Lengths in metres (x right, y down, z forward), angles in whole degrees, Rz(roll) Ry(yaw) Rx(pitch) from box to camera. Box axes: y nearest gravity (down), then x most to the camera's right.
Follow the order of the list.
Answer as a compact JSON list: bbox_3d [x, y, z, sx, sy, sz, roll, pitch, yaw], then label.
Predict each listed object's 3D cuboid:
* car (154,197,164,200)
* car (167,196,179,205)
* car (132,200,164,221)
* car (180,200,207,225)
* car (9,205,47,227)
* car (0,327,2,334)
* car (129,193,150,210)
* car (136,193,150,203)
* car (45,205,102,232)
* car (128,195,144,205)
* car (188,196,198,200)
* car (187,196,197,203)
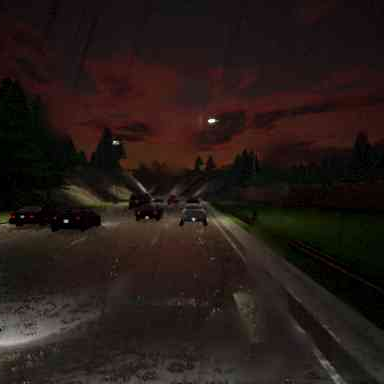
[{"bbox_3d":[-6.981,1.656,71.250,1.895,1.301,4.718,0,0,0],"label":"car"},{"bbox_3d":[-3.483,1.551,61.220,1.837,1.490,4.892,0,0,0],"label":"car"},{"bbox_3d":[-3.392,1.624,27.345,1.895,1.301,4.718,0,0,0],"label":"car"},{"bbox_3d":[0.105,1.546,23.940,1.812,1.442,4.674,0,0,0],"label":"car"},{"bbox_3d":[-10.394,1.567,22.884,2.033,1.411,5.357,0,0,0],"label":"car"},{"bbox_3d":[-3.400,1.549,1.855,2.033,1.411,5.357,0,0,0],"label":"car"},{"bbox_3d":[-6.888,1.258,43.903,2.150,2.045,5.566,0,0,0],"label":"car"},{"bbox_3d":[-10.480,1.200,71.676,2.150,2.045,5.566,0,0,0],"label":"car"},{"bbox_3d":[-6.895,1.581,20.217,1.994,1.385,4.181,0,0,0],"label":"car"},{"bbox_3d":[-10.483,1.404,62.442,2.097,1.767,4.553,0,0,0],"label":"car"},{"bbox_3d":[0.113,1.543,45.229,1.837,1.490,4.892,0,0,0],"label":"car"},{"bbox_3d":[0.020,1.586,72.435,2.128,1.511,4.902,0,0,0],"label":"car"}]
